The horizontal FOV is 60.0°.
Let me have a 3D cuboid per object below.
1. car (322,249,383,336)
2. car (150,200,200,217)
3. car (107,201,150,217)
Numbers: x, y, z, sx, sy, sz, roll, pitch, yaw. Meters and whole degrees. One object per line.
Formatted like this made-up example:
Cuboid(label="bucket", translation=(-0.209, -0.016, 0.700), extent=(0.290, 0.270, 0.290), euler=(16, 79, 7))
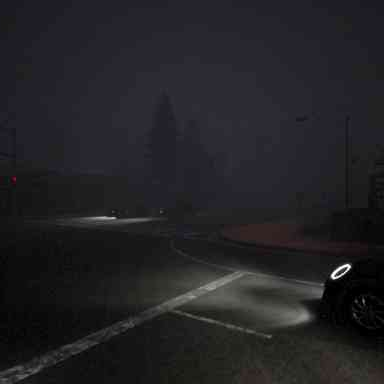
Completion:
Cuboid(label="car", translation=(4.491, 1.356, 5.137), extent=(4.553, 1.767, 2.097), euler=(0, 0, 38))
Cuboid(label="car", translation=(-1.213, 1.478, 31.117), extent=(2.128, 1.511, 4.902), euler=(0, 0, 38))
Cuboid(label="car", translation=(-5.766, 1.548, 30.944), extent=(1.994, 1.385, 4.181), euler=(0, 0, 38))
